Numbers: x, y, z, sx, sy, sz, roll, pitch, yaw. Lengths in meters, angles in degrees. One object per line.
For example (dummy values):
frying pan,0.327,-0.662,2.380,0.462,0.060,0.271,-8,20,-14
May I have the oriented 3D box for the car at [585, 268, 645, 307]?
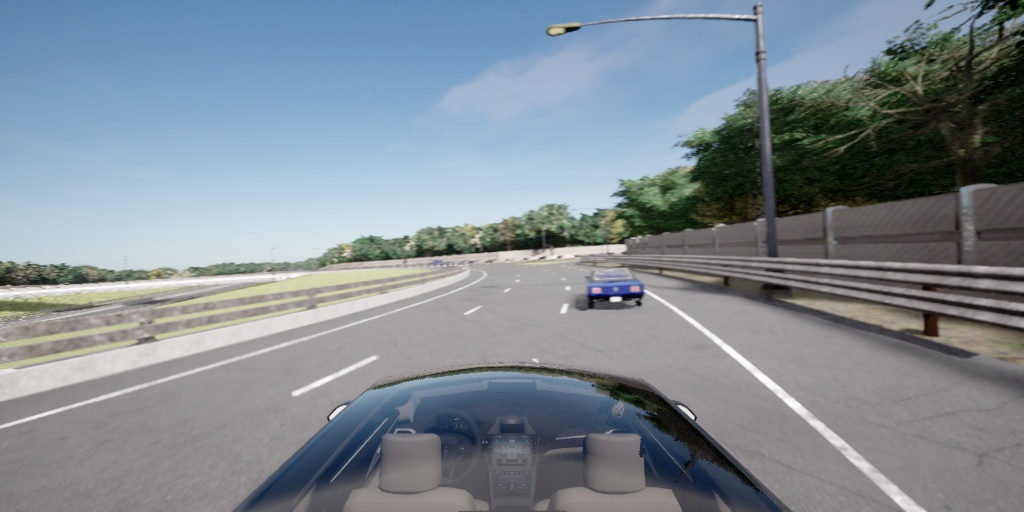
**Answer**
car,3.799,1.105,13.901,1.895,1.301,4.718,-3,0,11
